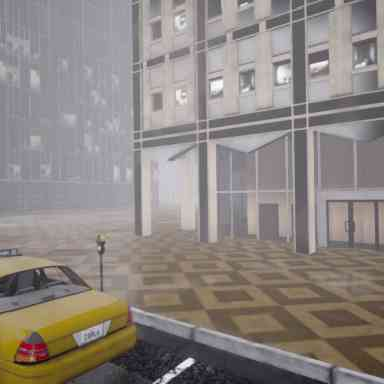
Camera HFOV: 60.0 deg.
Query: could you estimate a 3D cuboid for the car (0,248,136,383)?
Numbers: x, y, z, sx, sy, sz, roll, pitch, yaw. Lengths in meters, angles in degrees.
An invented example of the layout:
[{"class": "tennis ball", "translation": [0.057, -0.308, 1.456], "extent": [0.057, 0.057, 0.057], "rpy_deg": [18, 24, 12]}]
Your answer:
[{"class": "car", "translation": [-2.978, 1.528, 5.014], "extent": [4.829, 1.417, 1.752], "rpy_deg": [0, -1, 36]}]
